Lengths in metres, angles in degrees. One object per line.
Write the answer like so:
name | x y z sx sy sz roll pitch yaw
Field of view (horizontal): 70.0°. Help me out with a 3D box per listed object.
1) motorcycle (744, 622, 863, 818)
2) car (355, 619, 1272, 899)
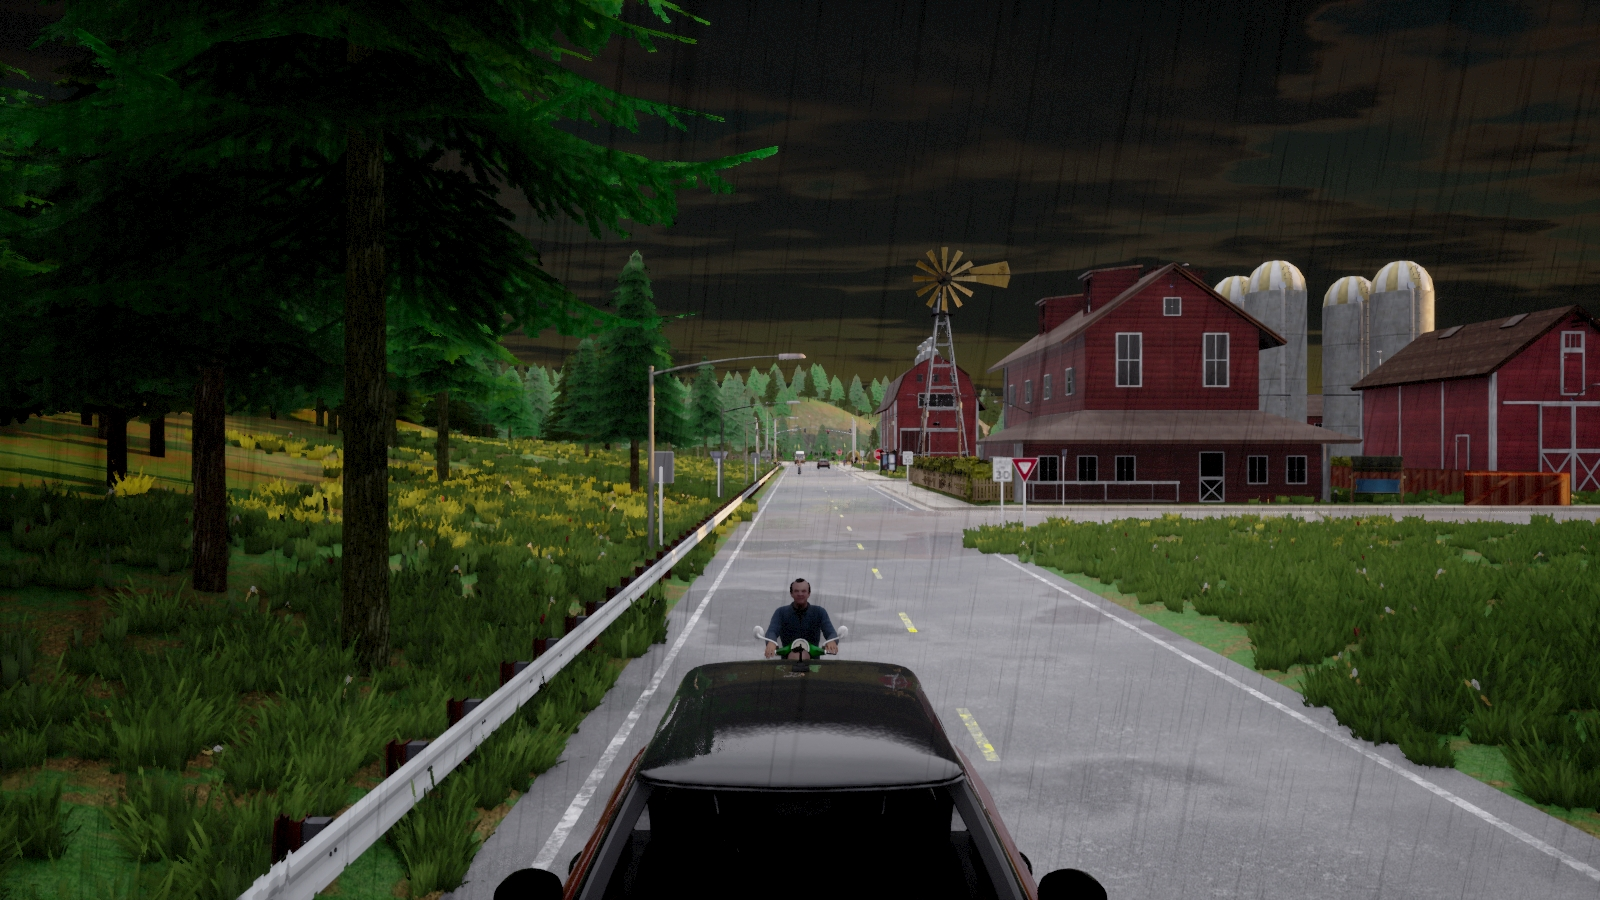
motorcycle | 0.026 2.229 9.842 0.867 1.251 2.209 -2 -3 0
car | 0.032 1.899 4.503 2.097 1.767 4.553 0 0 0
